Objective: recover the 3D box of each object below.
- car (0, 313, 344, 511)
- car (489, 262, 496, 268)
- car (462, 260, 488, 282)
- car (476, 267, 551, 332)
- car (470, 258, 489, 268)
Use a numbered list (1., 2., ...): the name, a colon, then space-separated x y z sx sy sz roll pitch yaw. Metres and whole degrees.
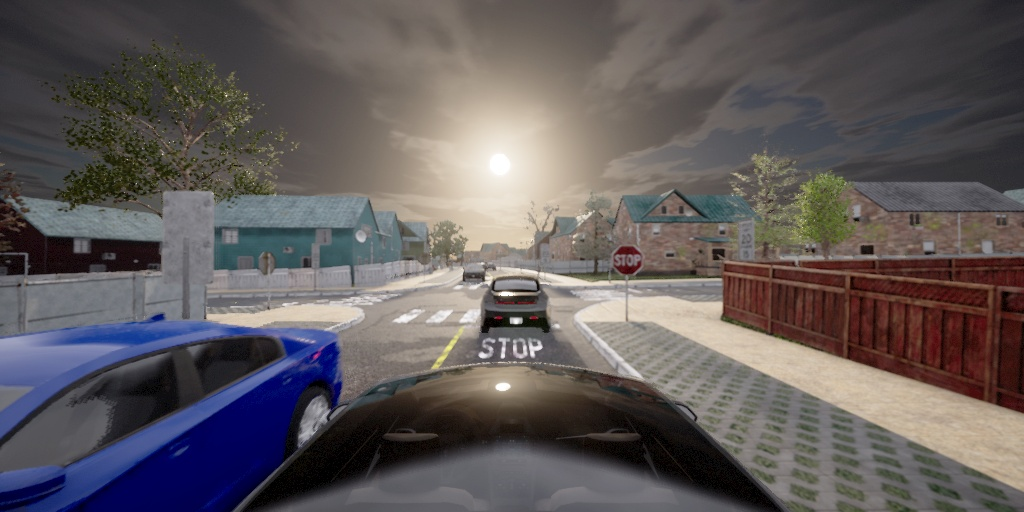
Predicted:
1. car: -2.853 1.229 2.054 1.882 1.535 5.008 0 0 0
2. car: -3.838 1.736 61.681 1.812 1.442 4.674 0 -1 -10
3. car: -3.335 1.408 31.912 1.882 1.535 5.008 0 0 -4
4. car: 0.095 1.285 10.981 1.837 1.490 4.892 0 0 0
5. car: -4.369 1.266 44.867 2.150 2.045 5.566 0 -1 -6
